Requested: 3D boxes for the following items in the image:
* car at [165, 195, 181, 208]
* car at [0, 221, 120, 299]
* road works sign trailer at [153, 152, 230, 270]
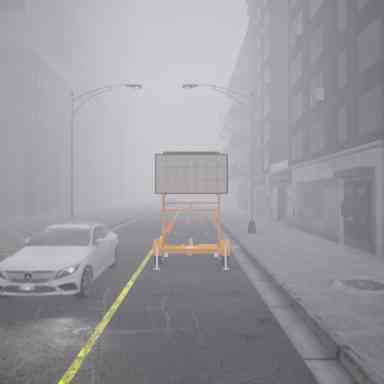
[{"bbox_3d":[-3.173,1.605,50.979,2.033,1.411,5.357,0,0,0],"label":"car"},{"bbox_3d":[-3.114,1.528,8.611,1.812,1.442,4.674,0,0,0],"label":"car"},{"bbox_3d":[-0.019,0.467,11.038,2.380,3.560,2.880,0,0,0],"label":"road works sign trailer"}]
